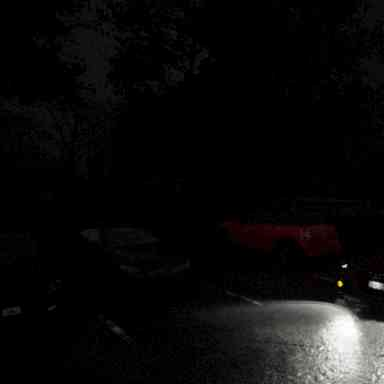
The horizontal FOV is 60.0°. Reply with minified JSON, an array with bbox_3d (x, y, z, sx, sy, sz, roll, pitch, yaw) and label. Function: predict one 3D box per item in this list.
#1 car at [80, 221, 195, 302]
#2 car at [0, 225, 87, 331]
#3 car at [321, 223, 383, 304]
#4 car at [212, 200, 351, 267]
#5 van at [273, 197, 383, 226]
[{"bbox_3d":[-1.815,1.500,8.517,2.002,1.452,4.674,0,0,-36],"label":"car"},{"bbox_3d":[-4.085,1.475,6.900,2.097,1.535,5.008,-1,0,-36],"label":"car"},{"bbox_3d":[4.996,1.526,7.253,4.181,1.385,1.994,0,0,-36],"label":"car"},{"bbox_3d":[2.734,1.313,11.727,2.185,1.767,4.553,0,0,-36],"label":"car"},{"bbox_3d":[4.910,1.206,13.464,1.878,1.987,4.442,0,0,-36],"label":"van"}]
